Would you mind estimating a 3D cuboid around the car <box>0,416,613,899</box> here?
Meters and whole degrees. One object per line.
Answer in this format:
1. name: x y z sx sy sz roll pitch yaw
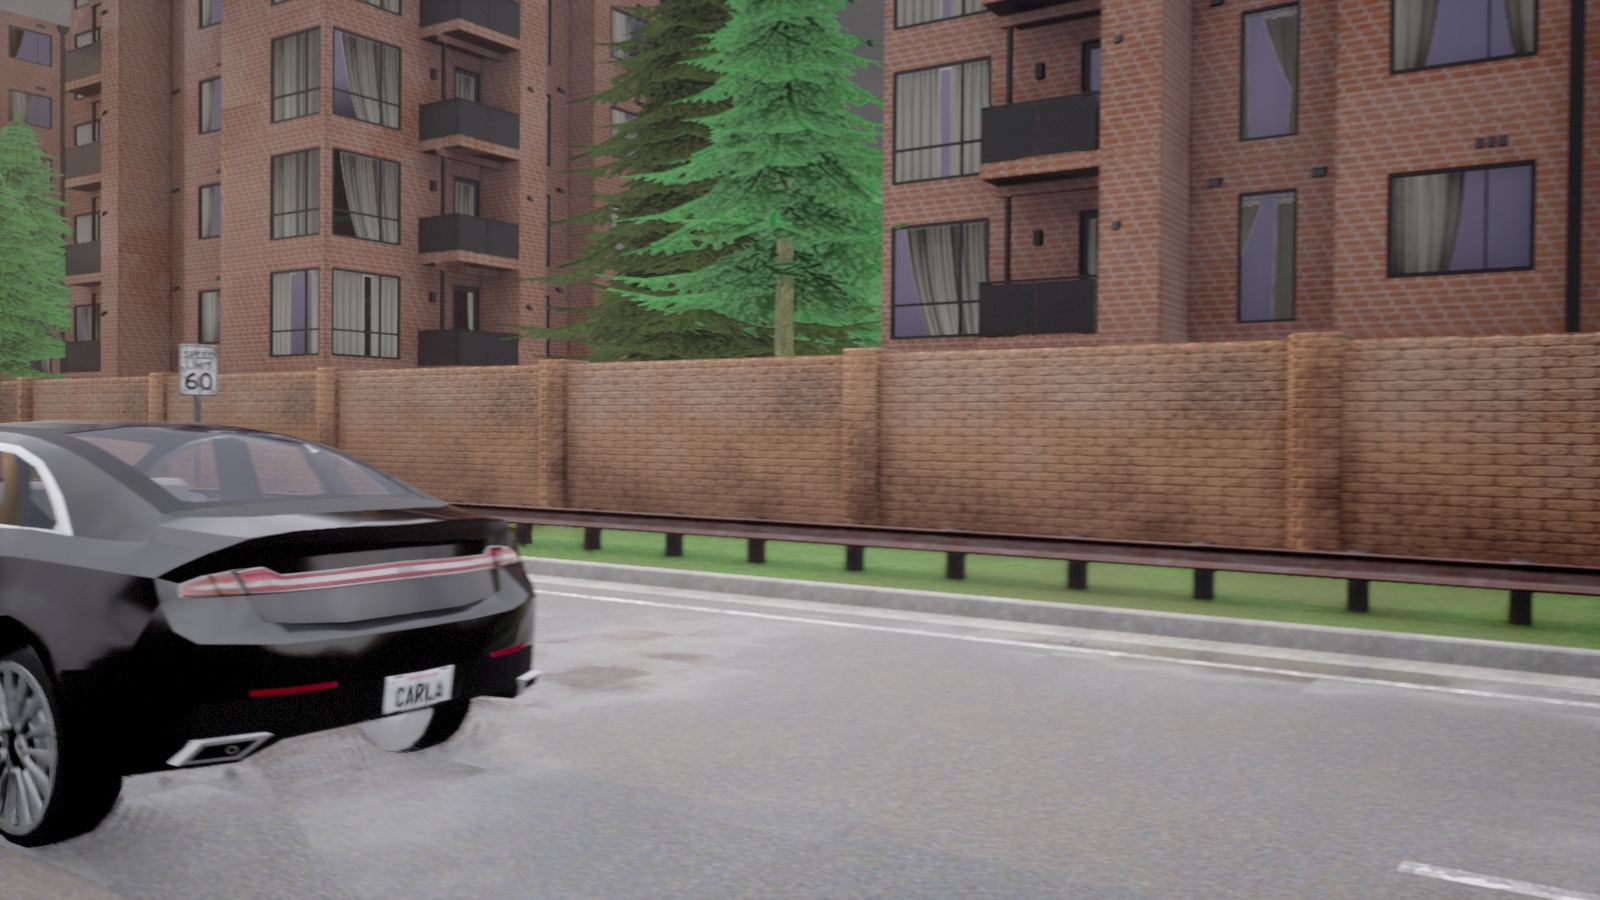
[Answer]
1. car: -3.448 0.638 5.914 4.902 1.511 2.128 0 1 34
